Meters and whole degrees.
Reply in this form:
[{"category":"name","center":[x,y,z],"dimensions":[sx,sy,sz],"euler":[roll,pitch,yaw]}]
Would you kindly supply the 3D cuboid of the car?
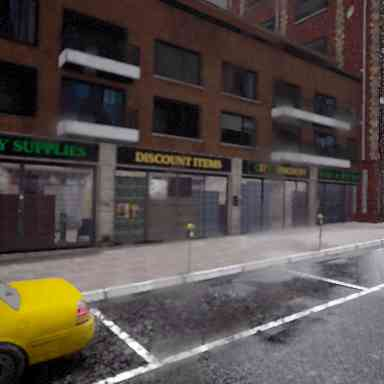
[{"category":"car","center":[-3.568,1.530,3.527],"dimensions":[4.829,1.417,1.752],"euler":[0,2,-35]}]
